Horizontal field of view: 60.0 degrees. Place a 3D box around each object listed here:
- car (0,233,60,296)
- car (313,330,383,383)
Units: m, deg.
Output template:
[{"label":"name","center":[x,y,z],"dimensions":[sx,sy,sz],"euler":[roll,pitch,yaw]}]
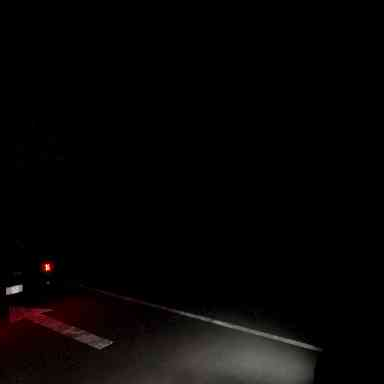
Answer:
[{"label":"car","center":[-5.231,1.601,7.732],"dimensions":[4.718,1.301,1.895],"euler":[0,0,36]},{"label":"car","center":[3.061,1.526,1.733],"dimensions":[4.674,1.442,1.812],"euler":[0,0,36]}]
